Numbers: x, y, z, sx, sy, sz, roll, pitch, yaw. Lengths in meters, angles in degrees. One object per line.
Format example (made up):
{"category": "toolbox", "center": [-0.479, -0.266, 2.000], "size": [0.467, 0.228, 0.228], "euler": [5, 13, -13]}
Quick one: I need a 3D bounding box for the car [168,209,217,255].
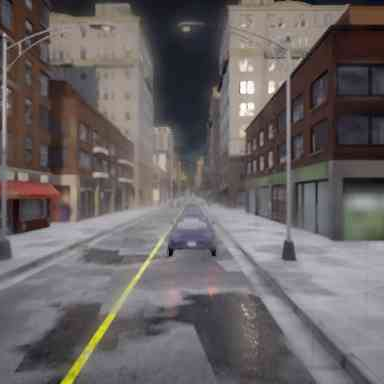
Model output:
{"category": "car", "center": [0.022, 1.663, 13.920], "size": [1.812, 1.442, 4.674], "euler": [0, 0, 0]}

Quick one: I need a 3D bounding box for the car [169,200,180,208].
{"category": "car", "center": [-3.055, 2.143, 60.334], "size": [1.812, 1.442, 4.674], "euler": [0, -1, 1]}

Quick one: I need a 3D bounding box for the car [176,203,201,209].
{"category": "car", "center": [0.006, 1.823, 27.530], "size": [2.033, 1.411, 5.357], "euler": [0, -1, 0]}
